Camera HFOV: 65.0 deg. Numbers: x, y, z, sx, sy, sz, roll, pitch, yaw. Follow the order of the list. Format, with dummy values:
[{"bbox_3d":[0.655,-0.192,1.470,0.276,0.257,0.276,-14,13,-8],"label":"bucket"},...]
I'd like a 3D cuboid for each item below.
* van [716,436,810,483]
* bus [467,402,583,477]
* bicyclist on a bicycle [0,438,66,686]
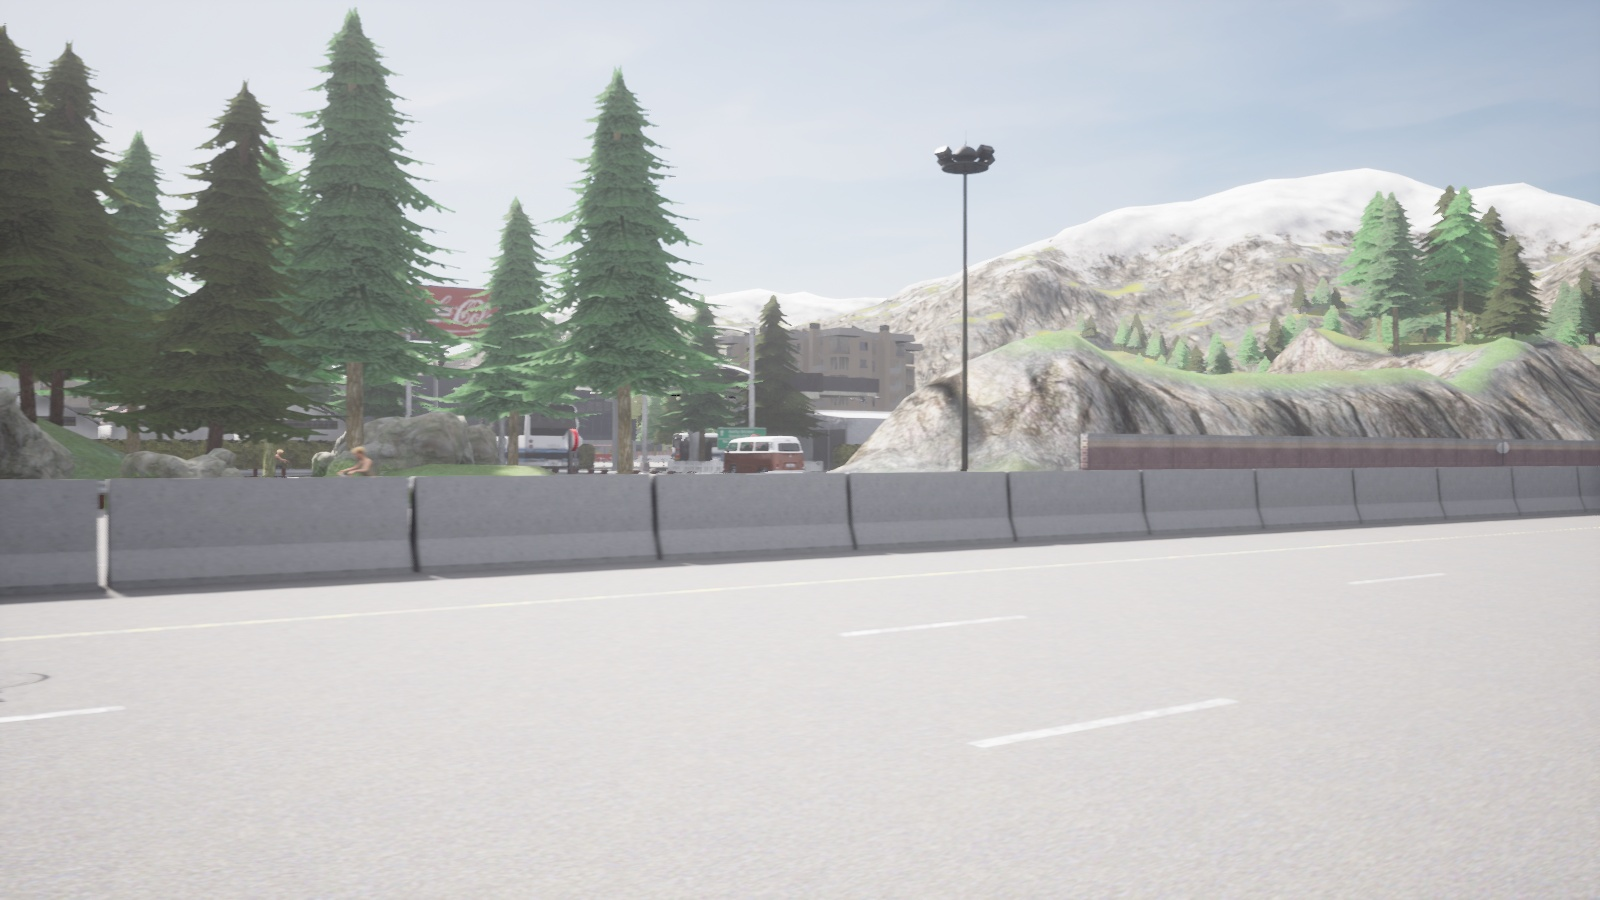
[{"bbox_3d":[-1.712,0.414,56.228,2.069,2.038,4.480,0,0,-35],"label":"van"},{"bbox_3d":[-16.846,-0.599,76.265,3.944,4.253,10.273,0,0,-30],"label":"bus"},{"bbox_3d":[-5.766,0.730,8.175,1.656,1.620,0.582,1,0,-35],"label":"bicyclist on a bicycle"}]
